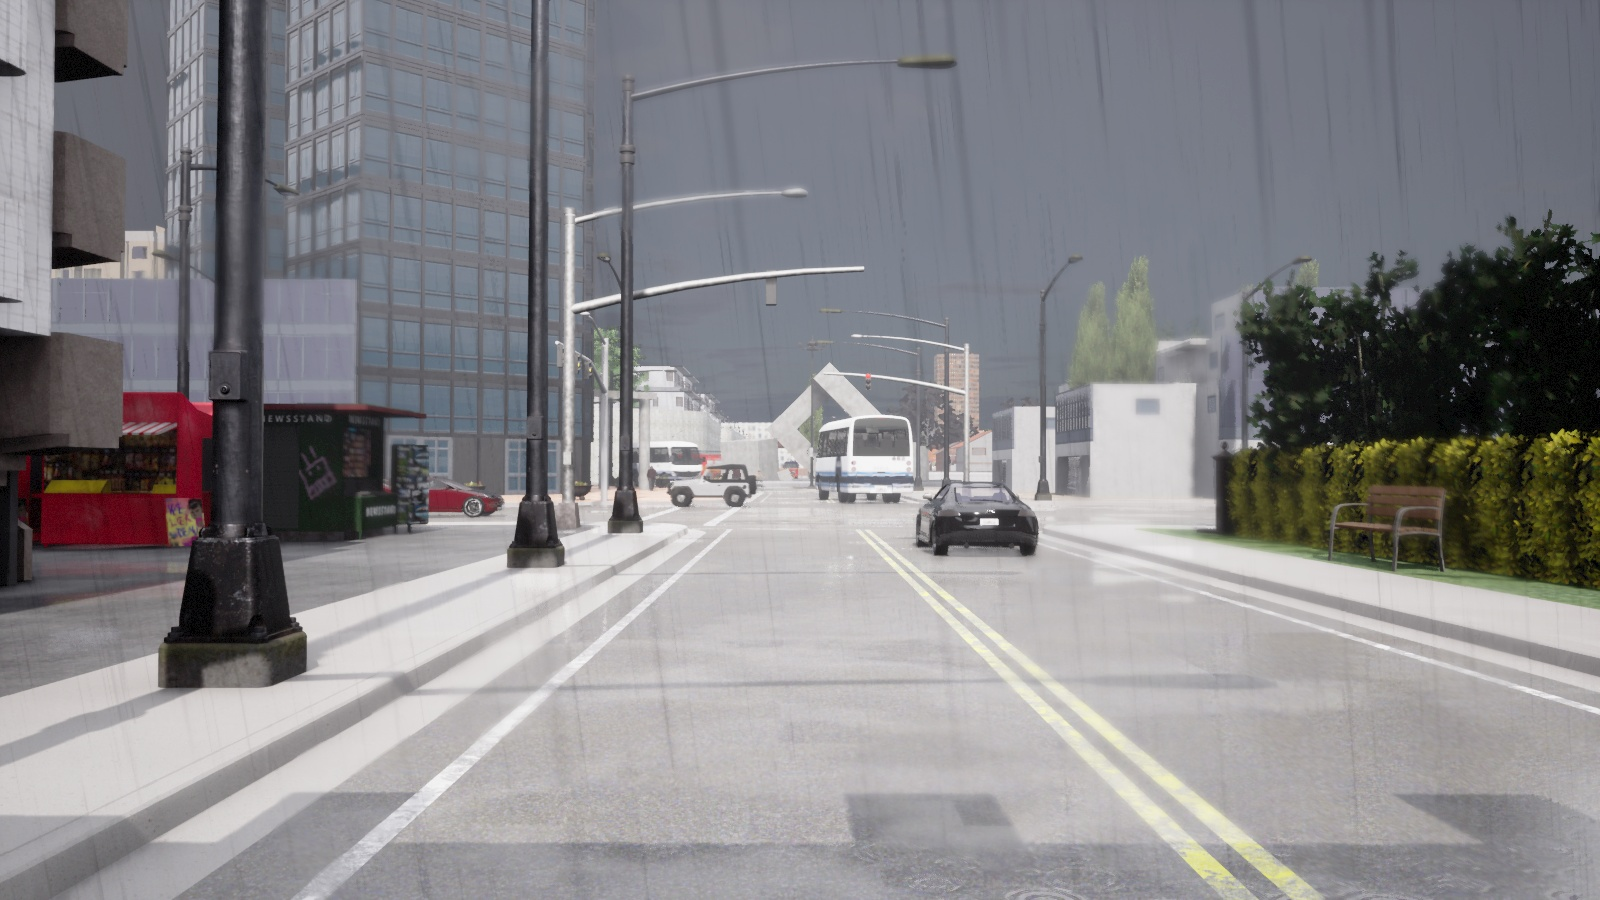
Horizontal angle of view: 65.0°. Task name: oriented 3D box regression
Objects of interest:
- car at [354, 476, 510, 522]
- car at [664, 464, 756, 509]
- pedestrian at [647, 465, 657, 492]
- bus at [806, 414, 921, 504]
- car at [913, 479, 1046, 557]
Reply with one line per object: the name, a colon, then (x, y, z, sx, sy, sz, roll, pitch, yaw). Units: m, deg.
car: (-12.781, 1.706, 43.870, 4.792, 1.488, 2.163, -1, -1, -1)
car: (-3.862, 1.572, 54.467, 3.866, 1.878, 1.905, 0, -1, -1)
pedestrian: (-10.292, 2.000, 87.138, 0.634, 1.844, 0.899, 0, -1, -4)
bus: (3.052, 0.513, 64.891, 3.944, 4.253, 10.273, 0, -1, -9)
car: (3.437, 1.280, 24.800, 1.994, 1.385, 4.181, 0, -1, 0)
